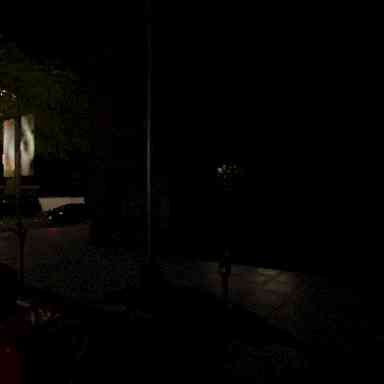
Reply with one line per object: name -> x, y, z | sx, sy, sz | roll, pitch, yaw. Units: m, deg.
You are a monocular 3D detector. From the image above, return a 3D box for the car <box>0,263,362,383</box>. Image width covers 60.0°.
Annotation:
car -> -0.583, 1.595, 3.225 | 4.206, 1.307, 1.802 | 0, 0, 35

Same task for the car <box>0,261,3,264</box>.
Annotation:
car -> -5.077, 1.611, 6.426 | 4.313, 1.339, 1.947 | 0, 0, 35

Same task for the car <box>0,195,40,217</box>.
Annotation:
car -> -16.506, 1.302, 29.982 | 2.150, 2.045, 5.566 | 0, 0, 35

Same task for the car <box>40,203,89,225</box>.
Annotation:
car -> -8.281, 1.550, 24.468 | 1.812, 1.442, 4.674 | 0, 0, 36

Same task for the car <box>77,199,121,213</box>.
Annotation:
car -> -10.615, 1.549, 38.237 | 1.812, 1.442, 4.674 | 0, 0, 36
